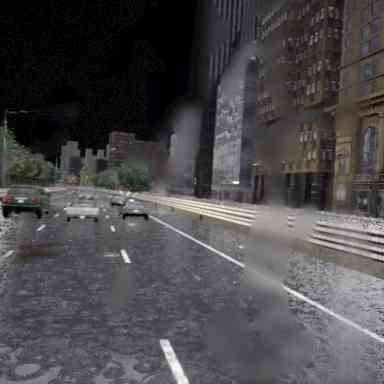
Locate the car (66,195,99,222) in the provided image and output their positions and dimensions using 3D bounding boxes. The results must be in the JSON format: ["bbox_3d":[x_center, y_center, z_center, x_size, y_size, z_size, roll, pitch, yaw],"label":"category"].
[{"bbox_3d":[-7.080,1.161,21.780,1.895,1.301,4.718,3,0,-16],"label":"car"}]

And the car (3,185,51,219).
[{"bbox_3d":[-10.796,0.572,22.042,2.150,2.045,5.566,3,0,-17],"label":"car"}]

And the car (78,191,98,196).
[{"bbox_3d":[-11.807,0.631,37.812,2.097,1.767,4.553,3,0,-17],"label":"car"}]

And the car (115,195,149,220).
[{"bbox_3d":[-4.508,1.264,25.352,1.994,1.385,4.181,3,0,-17],"label":"car"}]

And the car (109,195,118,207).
[{"bbox_3d":[-8.643,1.020,39.292,1.994,1.385,4.181,3,0,-16],"label":"car"}]
